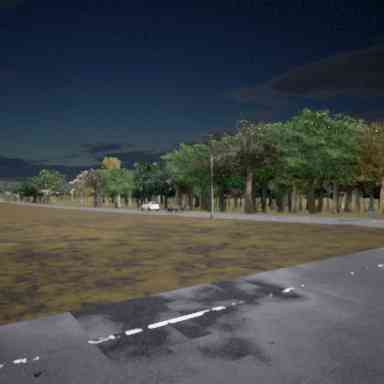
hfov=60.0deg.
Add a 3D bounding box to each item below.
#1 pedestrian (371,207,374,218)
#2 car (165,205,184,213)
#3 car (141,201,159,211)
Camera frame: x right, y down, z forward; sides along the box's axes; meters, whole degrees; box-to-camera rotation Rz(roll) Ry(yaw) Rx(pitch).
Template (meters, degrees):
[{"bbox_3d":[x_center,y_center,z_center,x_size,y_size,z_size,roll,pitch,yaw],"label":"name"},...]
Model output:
[{"bbox_3d":[19.292,2.153,35.573,0.375,1.300,0.375,-2,1,-33],"label":"pedestrian"},{"bbox_3d":[-3.306,3.204,62.762,1.837,1.490,4.892,1,-2,-33],"label":"car"},{"bbox_3d":[-9.038,3.060,71.516,2.150,2.045,5.566,1,-2,-33],"label":"car"}]
